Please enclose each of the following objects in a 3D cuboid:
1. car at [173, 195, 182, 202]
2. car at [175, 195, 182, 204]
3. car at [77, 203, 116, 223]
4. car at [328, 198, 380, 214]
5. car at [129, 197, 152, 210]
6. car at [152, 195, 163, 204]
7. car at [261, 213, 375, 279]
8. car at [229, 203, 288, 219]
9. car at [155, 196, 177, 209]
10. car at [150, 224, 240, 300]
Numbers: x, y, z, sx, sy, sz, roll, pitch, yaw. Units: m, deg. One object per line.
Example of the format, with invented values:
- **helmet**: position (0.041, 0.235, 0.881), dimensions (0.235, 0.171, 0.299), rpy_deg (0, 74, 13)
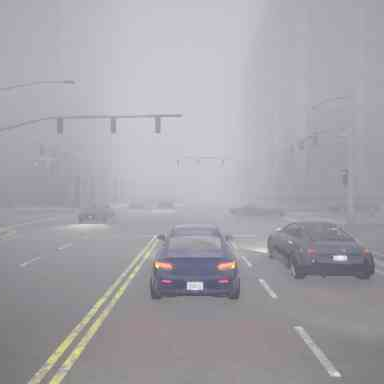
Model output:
- **car**: position (-3.321, 1.470, 79.062), dimensions (1.882, 1.535, 5.008), rpy_deg (0, 0, 0)
- **car**: position (-3.408, 1.492, 63.857), dimensions (2.128, 1.511, 4.902), rpy_deg (0, 0, 1)
- **car**: position (-7.044, 1.536, 24.954), dimensions (1.994, 1.385, 4.181), rpy_deg (0, 0, 0)
- **car**: position (16.784, 1.422, 34.535), dimensions (5.008, 1.535, 1.882), rpy_deg (0, 0, 0)
- **car**: position (-7.000, 1.547, 43.775), dimensions (2.033, 1.411, 5.357), rpy_deg (0, 0, 0)
- **car**: position (-6.946, 1.548, 58.769), dimensions (2.033, 1.411, 5.357), rpy_deg (0, 0, 0)
- **car**: position (3.594, 1.564, 10.029), dimensions (1.994, 1.385, 4.181), rpy_deg (0, 0, 0)
- **car**: position (5.627, 1.569, 28.055), dimensions (4.718, 1.301, 1.895), rpy_deg (0, 0, 21)
- **car**: position (-3.496, 1.601, 45.381), dimensions (1.895, 1.301, 4.718), rpy_deg (0, 0, 0)
- **car**: position (0.078, 1.526, 8.293), dimensions (1.812, 1.442, 4.674), rpy_deg (0, 0, 1)
